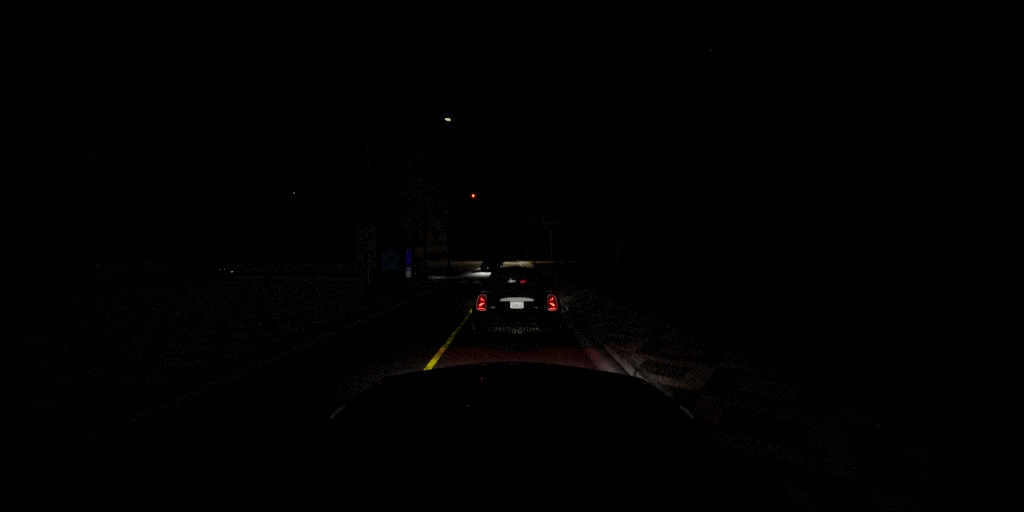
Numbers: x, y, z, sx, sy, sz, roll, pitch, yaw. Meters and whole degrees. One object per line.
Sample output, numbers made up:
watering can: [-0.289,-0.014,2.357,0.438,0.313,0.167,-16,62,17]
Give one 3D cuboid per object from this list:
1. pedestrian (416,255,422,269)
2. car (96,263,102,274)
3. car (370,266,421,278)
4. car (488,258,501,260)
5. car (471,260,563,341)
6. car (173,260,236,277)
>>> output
pedestrian: [-9.965,0.800,38.171,0.375,1.860,0.375,0,0,2]
car: [-44.294,1.092,36.064,4.892,1.490,1.837,0,1,2]
car: [-10.593,1.061,32.212,4.553,1.767,2.097,0,1,-3]
car: [-2.949,1.195,46.214,2.128,1.511,4.902,0,0,0]
car: [0.117,1.099,10.016,2.097,1.767,4.553,0,0,0]
car: [-27.753,1.154,32.446,4.902,1.511,2.128,0,1,2]
